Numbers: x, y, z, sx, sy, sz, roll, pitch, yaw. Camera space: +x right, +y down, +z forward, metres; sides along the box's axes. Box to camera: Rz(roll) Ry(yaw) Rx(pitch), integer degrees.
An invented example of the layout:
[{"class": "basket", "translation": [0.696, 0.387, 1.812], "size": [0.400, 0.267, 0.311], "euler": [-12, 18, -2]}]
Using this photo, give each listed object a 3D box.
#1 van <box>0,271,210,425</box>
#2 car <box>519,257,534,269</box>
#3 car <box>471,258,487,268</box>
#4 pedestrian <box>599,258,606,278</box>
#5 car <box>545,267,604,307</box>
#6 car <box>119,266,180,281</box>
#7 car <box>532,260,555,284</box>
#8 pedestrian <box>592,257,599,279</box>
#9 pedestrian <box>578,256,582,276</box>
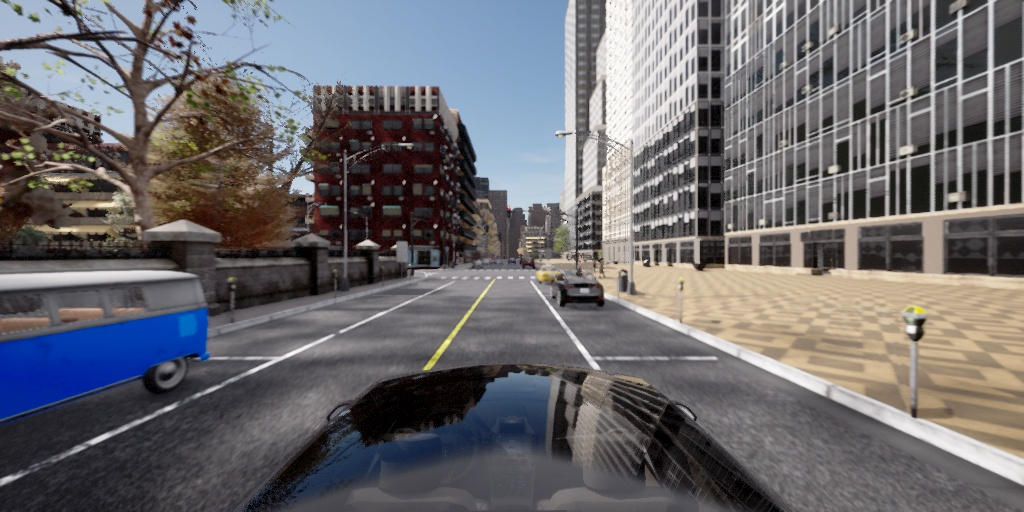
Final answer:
[{"class": "van", "translation": [-5.691, 1.090, 4.070], "size": [1.690, 1.789, 3.998], "euler": [0, 0, 0]}, {"class": "car", "translation": [2.708, 1.085, 59.010], "size": [2.192, 1.841, 5.009], "euler": [0, 0, 0]}, {"class": "car", "translation": [-5.671, 1.322, 59.013], "size": [2.007, 1.370, 4.403], "euler": [0, 0, 0]}, {"class": "pedestrian", "translation": [7.994, 1.017, 31.877], "size": [0.375, 1.860, 0.375], "euler": [0, 0, 0]}, {"class": "car", "translation": [2.693, 1.313, 15.333], "size": [1.948, 1.339, 4.313], "euler": [0, 0, 0]}, {"class": "car", "translation": [-40.175, 1.899, 39.842], "size": [4.892, 1.490, 1.837], "euler": [0, 0, 0]}, {"class": "car", "translation": [2.697, 1.275, 26.768], "size": [1.751, 1.417, 4.829], "euler": [0, 0, 0]}, {"class": "pedestrian", "translation": [7.145, 1.034, 31.277], "size": [0.375, 1.860, 0.375], "euler": [0, 0, 0]}, {"class": "pedestrian", "translation": [6.145, 0.893, 32.477], "size": [0.375, 1.860, 0.375], "euler": [0, 0, 0]}]
